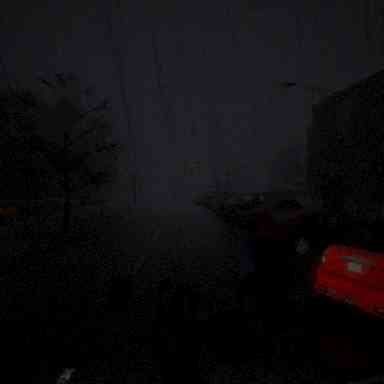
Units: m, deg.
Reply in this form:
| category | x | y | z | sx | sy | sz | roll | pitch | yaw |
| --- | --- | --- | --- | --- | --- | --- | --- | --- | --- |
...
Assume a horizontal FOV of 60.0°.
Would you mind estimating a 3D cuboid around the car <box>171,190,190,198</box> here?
| category | x | y | z | sx | sy | sz | roll | pitch | yaw |
| --- | --- | --- | --- | --- | --- | --- | --- | --- | --- |
| car | -2.162 | 0.785 | 86.069 | 4.553 | 1.767 | 2.185 | 0 | 0 | -30 |

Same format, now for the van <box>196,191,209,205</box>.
| category | x | y | z | sx | sy | sz | roll | pitch | yaw |
| --- | --- | --- | --- | --- | --- | --- | --- | --- | --- |
| van | 3.190 | 0.894 | 39.462 | 4.442 | 1.987 | 1.878 | 0 | 1 | -25 |

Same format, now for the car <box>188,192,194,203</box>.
| category | x | y | z | sx | sy | sz | roll | pitch | yaw |
| --- | --- | --- | --- | --- | --- | --- | --- | --- | --- |
| car | 2.629 | 1.061 | 45.455 | 5.366 | 1.575 | 1.946 | 0 | 1 | -25 |

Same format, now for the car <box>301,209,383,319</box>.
| category | x | y | z | sx | sy | sz | roll | pitch | yaw |
| --- | --- | --- | --- | --- | --- | --- | --- | --- | --- |
| car | 4.701 | 1.297 | 6.317 | 4.553 | 1.767 | 2.185 | 1 | 0 | -21 |

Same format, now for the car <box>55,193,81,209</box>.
| category | x | y | z | sx | sy | sz | roll | pitch | yaw |
| --- | --- | --- | --- | --- | --- | --- | --- | --- | --- |
| car | -14.464 | 1.216 | 33.663 | 5.366 | 1.575 | 1.946 | -1 | 0 | -24 |

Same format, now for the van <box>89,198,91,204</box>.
| category | x | y | z | sx | sy | sz | roll | pitch | yaw |
| --- | --- | --- | --- | --- | --- | --- | --- | --- | --- |
| van | -15.215 | 0.920 | 42.489 | 4.442 | 1.987 | 1.878 | -1 | 0 | -25 |

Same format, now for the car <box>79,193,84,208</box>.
| category | x | y | z | sx | sy | sz | roll | pitch | yaw |
| --- | --- | --- | --- | --- | --- | --- | --- | --- | --- |
| car | -15.011 | 1.198 | 36.461 | 5.366 | 1.575 | 1.946 | -1 | 1 | -24 |

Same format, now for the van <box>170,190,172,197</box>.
| category | x | y | z | sx | sy | sz | roll | pitch | yaw |
| --- | --- | --- | --- | --- | --- | --- | --- | --- | --- |
| van | -2.740 | 0.654 | 88.989 | 4.442 | 1.987 | 1.878 | 0 | 1 | -30 |

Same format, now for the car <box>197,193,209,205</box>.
| category | x | y | z | sx | sy | sz | roll | pitch | yaw |
| --- | --- | --- | --- | --- | --- | --- | --- | --- | --- |
| car | 3.519 | 1.149 | 36.502 | 4.892 | 1.521 | 2.231 | 0 | 1 | -24 |

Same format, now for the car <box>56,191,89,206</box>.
| category | x | y | z | sx | sy | sz | roll | pitch | yaw |
| --- | --- | --- | --- | --- | --- | --- | --- | --- | --- |
| car | -15.040 | 1.047 | 39.501 | 4.553 | 1.767 | 2.185 | -1 | 1 | -24 |

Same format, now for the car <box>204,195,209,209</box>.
| category | x | y | z | sx | sy | sz | roll | pitch | yaw |
| --- | --- | --- | --- | --- | --- | --- | --- | --- | --- |
| car | 3.900 | 1.242 | 30.472 | 4.674 | 1.452 | 2.002 | 0 | 1 | -24 |

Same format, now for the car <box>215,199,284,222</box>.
| category | x | y | z | sx | sy | sz | roll | pitch | yaw |
| --- | --- | --- | --- | --- | --- | --- | --- | --- | --- |
| car | 4.209 | 1.297 | 24.442 | 4.674 | 1.452 | 2.002 | 0 | 0 | -23 |

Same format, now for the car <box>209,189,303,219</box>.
| category | x | y | z | sx | sy | sz | roll | pitch | yaw |
| --- | --- | --- | --- | --- | --- | --- | --- | --- | --- |
| car | 4.322 | 1.033 | 21.402 | 5.566 | 2.045 | 2.435 | 1 | 1 | -23 |

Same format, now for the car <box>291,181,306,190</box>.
| category | x | y | z | sx | sy | sz | roll | pitch | yaw |
| --- | --- | --- | --- | --- | --- | --- | --- | --- | --- |
| car | 20.386 | -0.932 | 61.068 | 2.435 | 2.045 | 5.566 | -7 | 4 | -30 |

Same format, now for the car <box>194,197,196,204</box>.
| category | x | y | z | sx | sy | sz | roll | pitch | yaw |
| --- | --- | --- | --- | --- | --- | --- | --- | --- | --- |
| car | 3.084 | 0.968 | 42.536 | 4.553 | 1.767 | 2.185 | 0 | 1 | -25 |

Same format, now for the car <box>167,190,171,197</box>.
| category | x | y | z | sx | sy | sz | roll | pitch | yaw |
| --- | --- | --- | --- | --- | --- | --- | --- | --- | --- |
| car | -3.189 | 0.598 | 91.994 | 5.566 | 2.045 | 2.435 | 0 | 1 | -30 |

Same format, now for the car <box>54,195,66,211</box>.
| category | x | y | z | sx | sy | sz | roll | pitch | yaw |
| --- | --- | --- | --- | --- | --- | --- | --- | --- | --- |
| car | -14.434 | 1.287 | 30.629 | 4.674 | 1.452 | 2.002 | -1 | 1 | -23 |

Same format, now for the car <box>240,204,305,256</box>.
| category | x | y | z | sx | sy | sz | roll | pitch | yaw |
| --- | --- | --- | --- | --- | --- | --- | --- | --- | --- |
| car | 4.620 | 1.368 | 12.364 | 5.008 | 1.535 | 2.097 | 1 | 0 | -22 |

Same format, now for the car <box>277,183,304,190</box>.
| category | x | y | z | sx | sy | sz | roll | pitch | yaw |
| --- | --- | --- | --- | --- | --- | --- | --- | --- | --- |
| car | 17.436 | -0.348 | 60.578 | 2.002 | 1.452 | 4.674 | -7 | 4 | -30 |

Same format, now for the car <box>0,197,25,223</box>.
| category | x | y | z | sx | sy | sz | roll | pitch | yaw |
| --- | --- | --- | --- | --- | --- | --- | --- | --- | --- |
| car | -14.130 | 1.322 | 21.684 | 5.366 | 1.575 | 1.946 | -1 | 1 | -22 |

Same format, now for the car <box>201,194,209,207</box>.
| category | x | y | z | sx | sy | sz | roll | pitch | yaw |
| --- | --- | --- | --- | --- | --- | --- | --- | --- | --- |
| car | 3.708 | 1.215 | 33.490 | 4.674 | 1.452 | 2.002 | 0 | 0 | -24 |

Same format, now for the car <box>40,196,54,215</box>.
| category | x | y | z | sx | sy | sz | roll | pitch | yaw |
| --- | --- | --- | --- | --- | --- | --- | --- | --- | --- |
| car | -14.255 | 1.312 | 27.673 | 4.674 | 1.452 | 2.002 | -1 | 1 | -23 |

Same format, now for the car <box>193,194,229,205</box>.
| category | x | y | z | sx | sy | sz | roll | pitch | yaw |
| --- | --- | --- | --- | --- | --- | --- | --- | --- | --- |
| car | 2.707 | 1.074 | 48.515 | 4.792 | 1.488 | 2.163 | 0 | 0 | -26 |

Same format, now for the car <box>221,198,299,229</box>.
| category | x | y | z | sx | sy | sz | roll | pitch | yaw |
| --- | --- | --- | --- | --- | --- | --- | --- | --- | --- |
| car | 4.462 | 1.313 | 18.400 | 5.008 | 1.535 | 2.097 | 1 | 1 | -22 |

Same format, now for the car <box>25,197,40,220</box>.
| category | x | y | z | sx | sy | sz | roll | pitch | yaw |
| --- | --- | --- | --- | --- | --- | --- | --- | --- | --- |
| car | -14.073 | 1.171 | 24.725 | 4.553 | 1.767 | 2.185 | -1 | 1 | -23 |
